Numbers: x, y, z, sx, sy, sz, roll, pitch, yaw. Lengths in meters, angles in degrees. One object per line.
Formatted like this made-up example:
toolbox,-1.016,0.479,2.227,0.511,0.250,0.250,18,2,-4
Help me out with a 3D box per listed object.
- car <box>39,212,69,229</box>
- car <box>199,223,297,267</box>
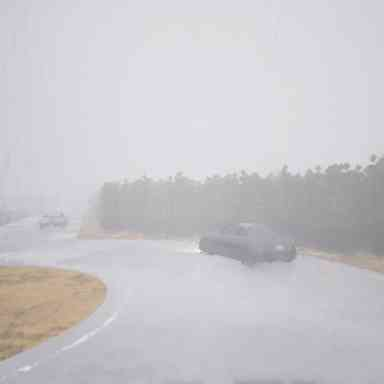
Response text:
car,-11.897,2.432,29.003,1.895,1.301,4.718,0,-1,-14
car,1.980,1.880,12.839,1.994,1.385,4.181,1,-2,-28
